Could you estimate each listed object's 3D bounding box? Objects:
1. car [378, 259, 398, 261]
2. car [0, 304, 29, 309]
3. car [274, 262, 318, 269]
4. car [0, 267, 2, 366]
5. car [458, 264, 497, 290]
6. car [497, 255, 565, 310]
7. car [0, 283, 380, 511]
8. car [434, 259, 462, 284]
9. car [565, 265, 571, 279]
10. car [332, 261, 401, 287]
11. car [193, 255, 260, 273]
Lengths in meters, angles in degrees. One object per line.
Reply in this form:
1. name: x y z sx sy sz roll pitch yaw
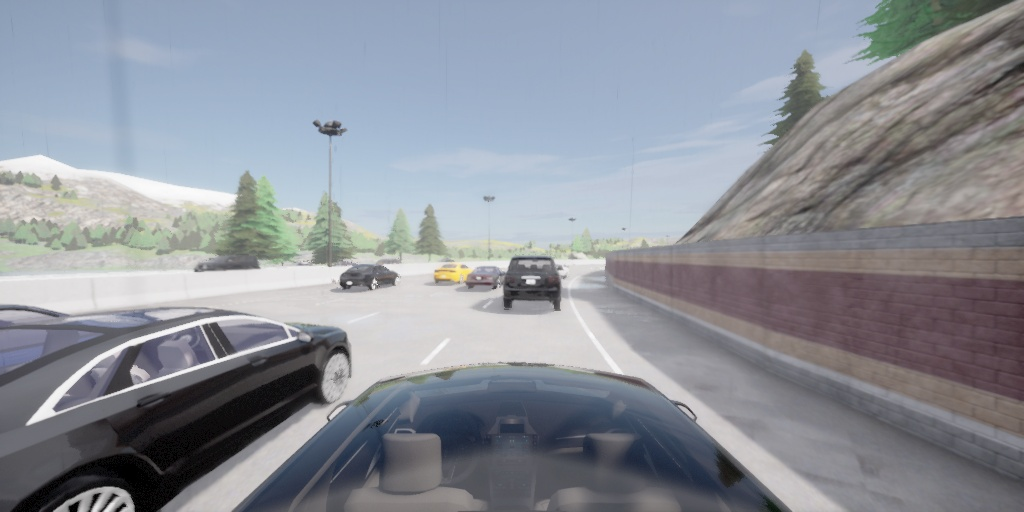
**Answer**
1. car: -15.093 1.126 42.655 2.097 1.767 4.553 0 0 17
2. car: -6.824 1.283 4.215 2.033 1.411 5.357 0 0 2
3. car: -23.319 1.347 39.087 1.895 1.301 4.718 0 0 14
4. car: -10.253 1.078 4.183 2.097 1.767 4.553 0 0 1
5. car: -1.495 1.328 23.080 2.033 1.411 5.357 0 0 10
6. car: 0.939 0.995 15.063 2.150 2.045 5.566 0 0 6
7. car: -3.297 1.235 3.398 2.128 1.511 4.902 0 0 1
8. car: -4.257 1.257 27.191 1.882 1.535 5.008 0 0 11
9. car: 4.225 1.338 33.048 1.812 1.442 4.674 0 0 14
10. car: -8.660 1.264 22.265 1.837 1.490 4.892 0 0 8
11. car: -27.799 0.948 35.260 2.150 2.045 5.566 0 0 13
